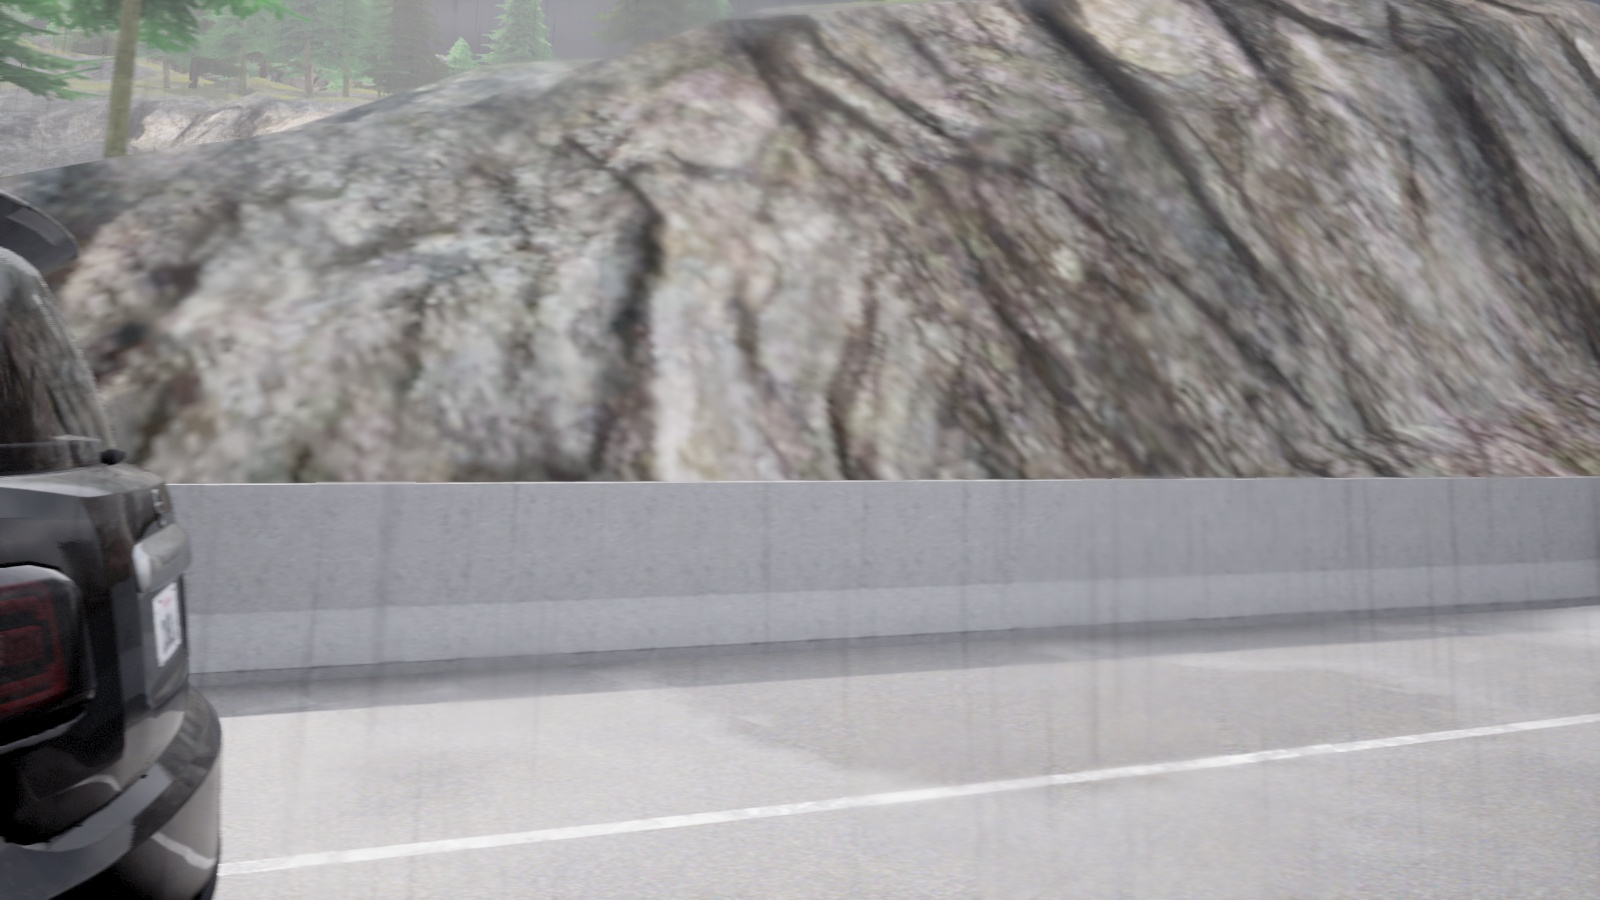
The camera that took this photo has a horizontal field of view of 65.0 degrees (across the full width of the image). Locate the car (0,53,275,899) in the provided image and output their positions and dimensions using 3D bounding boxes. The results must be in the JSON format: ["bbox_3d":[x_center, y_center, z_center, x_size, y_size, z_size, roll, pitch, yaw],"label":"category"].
[{"bbox_3d":[-3.834,0.536,1.789,5.566,2.045,2.150,-1,1,-20],"label":"car"}]
